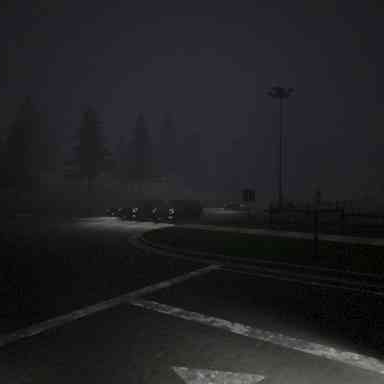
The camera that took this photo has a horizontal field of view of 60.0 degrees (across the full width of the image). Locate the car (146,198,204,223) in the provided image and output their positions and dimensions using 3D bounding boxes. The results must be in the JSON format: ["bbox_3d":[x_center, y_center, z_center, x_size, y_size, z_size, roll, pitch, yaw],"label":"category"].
[{"bbox_3d":[-1.012,1.352,25.424,2.097,1.767,4.553,0,0,35],"label":"car"}]

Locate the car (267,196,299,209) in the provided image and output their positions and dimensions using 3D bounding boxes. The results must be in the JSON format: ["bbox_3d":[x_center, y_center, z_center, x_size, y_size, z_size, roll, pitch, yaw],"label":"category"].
[{"bbox_3d":[11.845,1.547,43.715,2.033,1.411,5.357,0,0,35],"label":"car"}]

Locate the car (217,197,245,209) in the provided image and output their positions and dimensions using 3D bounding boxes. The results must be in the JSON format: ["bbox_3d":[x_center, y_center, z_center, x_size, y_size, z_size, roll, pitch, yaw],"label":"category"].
[{"bbox_3d":[5.558,1.526,46.923,1.812,1.442,4.674,0,0,35],"label":"car"}]

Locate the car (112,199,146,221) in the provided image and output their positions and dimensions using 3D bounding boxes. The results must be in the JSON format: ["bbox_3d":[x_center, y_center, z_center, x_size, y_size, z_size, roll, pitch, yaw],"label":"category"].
[{"bbox_3d":[-3.905,1.352,27.395,2.097,1.767,4.553,0,0,35],"label":"car"}]

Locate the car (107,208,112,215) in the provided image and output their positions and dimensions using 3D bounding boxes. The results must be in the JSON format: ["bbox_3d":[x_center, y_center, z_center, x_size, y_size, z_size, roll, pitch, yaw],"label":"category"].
[{"bbox_3d":[-5.409,1.548,31.343,2.033,1.411,5.357,0,0,35],"label":"car"}]

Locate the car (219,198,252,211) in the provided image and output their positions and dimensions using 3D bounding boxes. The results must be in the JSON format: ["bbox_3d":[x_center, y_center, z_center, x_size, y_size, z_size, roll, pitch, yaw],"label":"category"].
[{"bbox_3d":[5.711,1.478,41.077,1.882,1.535,5.008,0,0,35],"label":"car"}]

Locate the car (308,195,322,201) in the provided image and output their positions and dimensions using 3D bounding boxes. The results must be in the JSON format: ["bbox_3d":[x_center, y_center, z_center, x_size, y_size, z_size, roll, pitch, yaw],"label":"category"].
[{"bbox_3d":[21.218,1.178,56.888,1.812,1.442,4.674,0,0,35],"label":"car"}]

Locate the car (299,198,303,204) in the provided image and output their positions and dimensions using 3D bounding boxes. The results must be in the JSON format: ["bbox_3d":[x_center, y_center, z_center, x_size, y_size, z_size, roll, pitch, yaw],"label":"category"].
[{"bbox_3d":[18.142,1.566,58.604,1.994,1.385,4.181,0,0,35],"label":"car"}]
